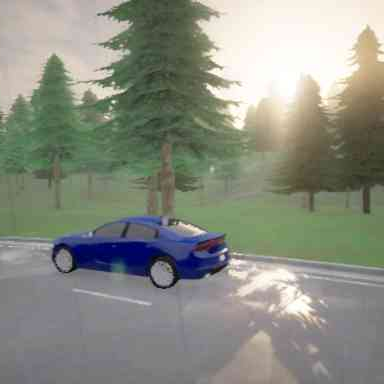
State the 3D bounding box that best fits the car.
[{"bbox_3d":[-1.507,1.362,8.770,5.008,1.535,1.882,0,1,27],"label":"car"}]
